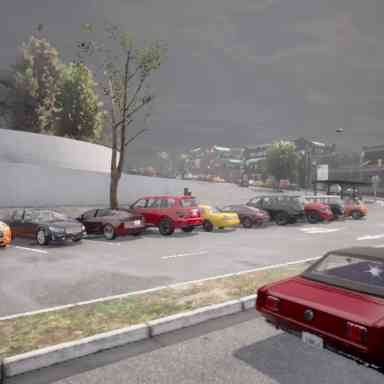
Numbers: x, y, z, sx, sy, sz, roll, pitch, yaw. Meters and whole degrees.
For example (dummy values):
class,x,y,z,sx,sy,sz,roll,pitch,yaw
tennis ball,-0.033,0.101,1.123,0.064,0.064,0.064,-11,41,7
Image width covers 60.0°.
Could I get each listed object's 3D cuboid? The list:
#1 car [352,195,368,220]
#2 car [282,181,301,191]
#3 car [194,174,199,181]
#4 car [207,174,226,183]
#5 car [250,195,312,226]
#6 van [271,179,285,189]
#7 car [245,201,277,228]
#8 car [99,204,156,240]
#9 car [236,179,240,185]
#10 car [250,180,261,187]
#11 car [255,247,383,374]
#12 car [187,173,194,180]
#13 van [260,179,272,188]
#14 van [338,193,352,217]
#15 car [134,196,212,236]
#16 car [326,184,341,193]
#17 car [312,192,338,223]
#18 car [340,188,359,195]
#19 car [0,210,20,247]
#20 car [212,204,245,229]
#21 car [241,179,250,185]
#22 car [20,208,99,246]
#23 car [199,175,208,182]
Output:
class,x,y,z,sx,sy,sz,roll,pitch,yaw
car,12.754,1.405,29.110,4.553,1.767,2.185,-1,-1,35
car,20.736,-0.990,67.463,2.231,1.521,4.892,7,3,35
car,3.344,-3.848,92.043,2.185,1.767,4.553,6,3,34
car,6.990,-3.174,87.318,1.946,1.575,5.366,7,3,34
car,5.294,1.264,23.984,5.566,2.045,2.435,-1,-1,35
van,18.976,-1.489,69.825,1.878,1.987,4.442,7,4,35
car,2.867,1.550,22.226,4.674,1.452,2.002,-1,-1,35
car,-4.503,1.526,17.024,4.792,1.488,2.163,-1,-1,35
car,12.097,-2.315,79.809,2.002,1.452,4.674,7,3,35
car,15.672,-1.810,75.027,1.946,1.575,5.366,7,3,35
car,3.341,1.605,5.515,4.718,1.301,1.895,0,0,-35
car,1.614,-4.083,94.513,2.185,1.767,4.553,4,1,33
van,17.247,-1.762,72.296,1.878,1.987,4.442,7,4,35
van,10.346,1.298,27.360,4.442,1.987,1.878,-1,-1,35
car,-2.058,1.249,18.770,5.566,2.045,2.435,-1,-1,35
car,25.948,-0.424,60.078,2.435,2.045,5.566,7,3,35
car,7.807,1.269,25.689,5.566,2.045,2.435,-1,-1,35
car,27.639,0.138,57.606,2.002,1.452,4.674,7,3,35
car,-9.389,1.367,13.551,4.553,1.767,2.185,-1,-1,34
car,0.261,1.504,20.598,5.366,1.575,1.946,-1,-1,35
car,13.840,-2.041,77.347,2.002,1.452,4.674,7,4,35
car,-6.923,1.495,15.278,4.892,1.521,2.231,-1,-1,35
car,5.139,-3.696,89.577,2.435,2.045,5.566,7,3,34
